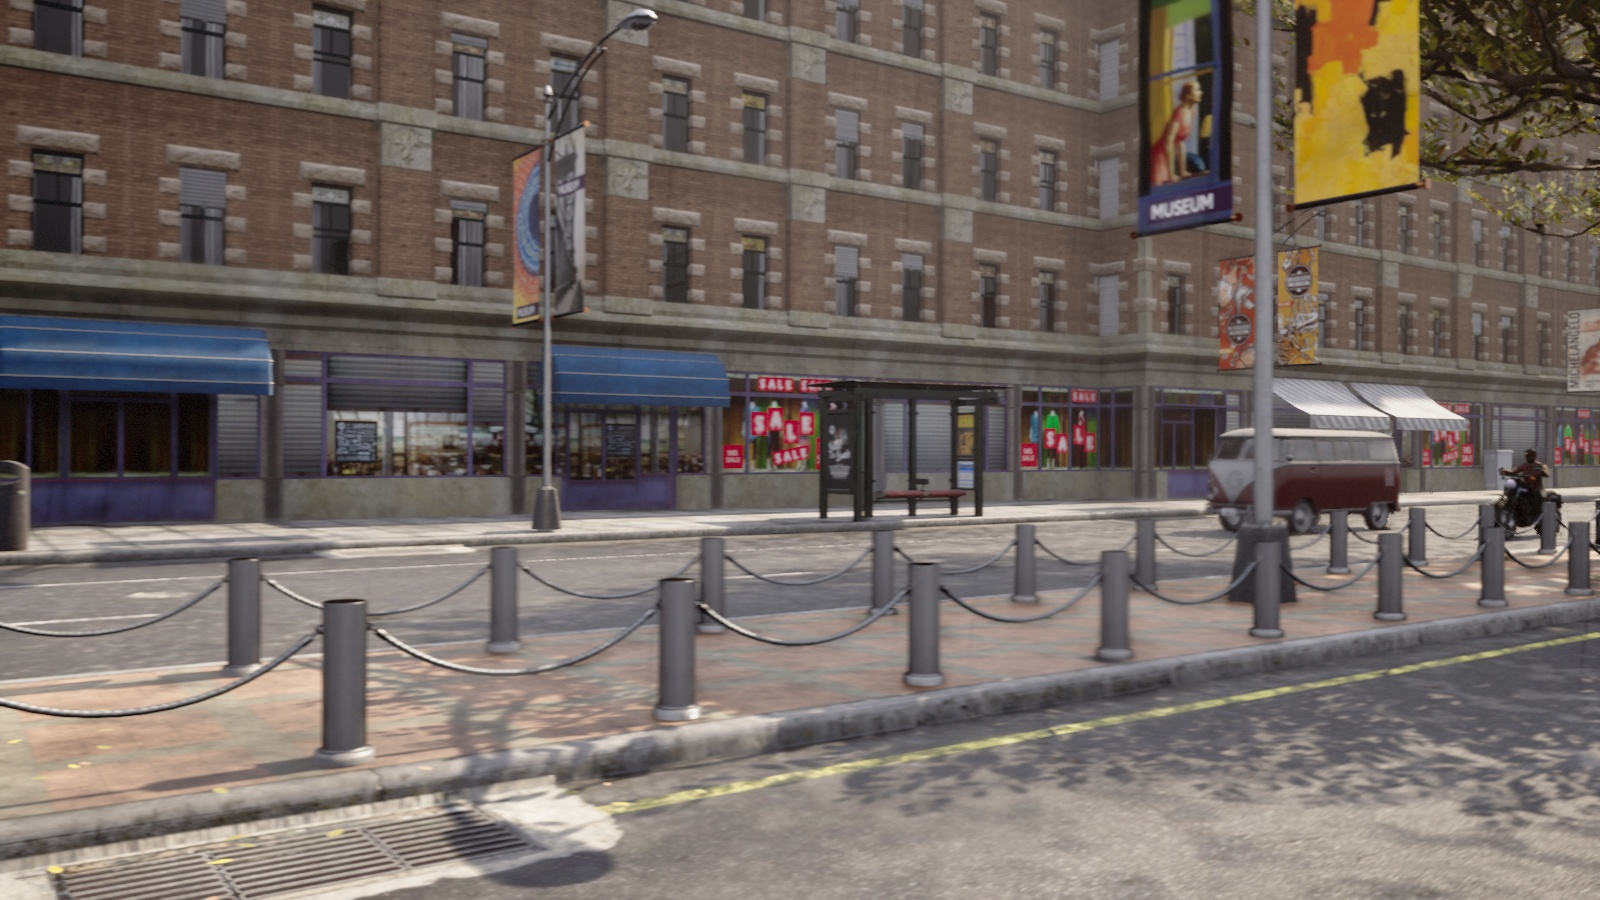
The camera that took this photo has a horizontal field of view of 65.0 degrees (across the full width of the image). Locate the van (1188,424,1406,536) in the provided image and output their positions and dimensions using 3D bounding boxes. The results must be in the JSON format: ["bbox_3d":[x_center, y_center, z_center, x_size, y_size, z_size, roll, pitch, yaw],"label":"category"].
[{"bbox_3d":[9.708,0.537,24.429,4.442,1.987,1.775,0,0,-35],"label":"van"}]

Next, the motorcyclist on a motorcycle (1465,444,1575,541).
[{"bbox_3d":[12.813,0.723,22.325,2.350,1.649,0.766,0,0,-35],"label":"motorcyclist on a motorcycle"}]
